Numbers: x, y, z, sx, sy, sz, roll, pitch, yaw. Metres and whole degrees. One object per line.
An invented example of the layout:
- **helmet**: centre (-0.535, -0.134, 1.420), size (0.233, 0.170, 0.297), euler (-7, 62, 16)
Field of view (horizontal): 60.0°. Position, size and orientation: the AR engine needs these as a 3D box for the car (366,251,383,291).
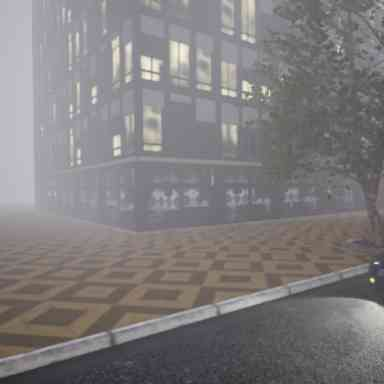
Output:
- **car**: centre (5.764, 1.500, 7.459), size (4.181, 1.385, 1.994), euler (0, 0, -35)
